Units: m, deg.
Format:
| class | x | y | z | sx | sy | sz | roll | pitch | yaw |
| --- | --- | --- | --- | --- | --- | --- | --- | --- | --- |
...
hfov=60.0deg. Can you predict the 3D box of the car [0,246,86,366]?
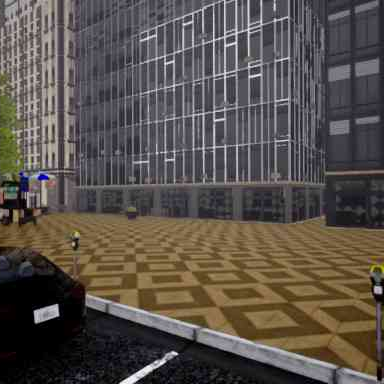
| class | x | y | z | sx | sy | sz | roll | pitch | yaw |
| --- | --- | --- | --- | --- | --- | --- | --- | --- | --- |
| car | -3.519 | 1.566 | 5.398 | 4.313 | 1.339 | 1.947 | 0 | 0 | 36 |
